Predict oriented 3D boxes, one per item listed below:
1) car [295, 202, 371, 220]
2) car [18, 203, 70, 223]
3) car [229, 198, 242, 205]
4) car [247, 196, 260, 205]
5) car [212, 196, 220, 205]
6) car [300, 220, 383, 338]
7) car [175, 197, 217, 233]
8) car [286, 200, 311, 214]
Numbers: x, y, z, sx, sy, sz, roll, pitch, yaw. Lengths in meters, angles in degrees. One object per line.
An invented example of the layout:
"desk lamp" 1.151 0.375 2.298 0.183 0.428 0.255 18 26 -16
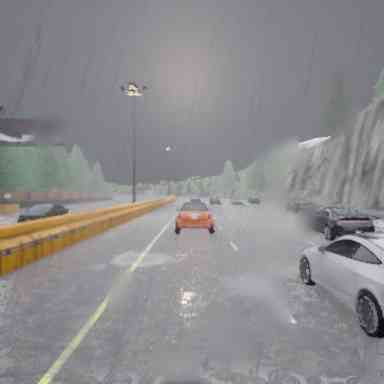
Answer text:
"car" 7.106 1.488 16.610 2.128 1.511 4.902 0 0 0
"car" -10.428 1.534 23.742 1.882 1.535 5.008 0 0 1
"car" 7.668 1.640 59.135 1.895 1.301 4.718 0 0 1
"car" 11.139 1.536 60.269 1.837 1.490 4.892 0 0 1
"car" 4.148 1.544 60.991 2.128 1.511 4.902 0 0 1
"car" 3.626 1.522 6.465 1.812 1.442 4.674 0 0 0
"car" 0.158 1.372 19.886 2.097 1.767 4.553 0 0 1
"car" 10.810 1.494 33.208 2.128 1.511 4.902 0 0 1
